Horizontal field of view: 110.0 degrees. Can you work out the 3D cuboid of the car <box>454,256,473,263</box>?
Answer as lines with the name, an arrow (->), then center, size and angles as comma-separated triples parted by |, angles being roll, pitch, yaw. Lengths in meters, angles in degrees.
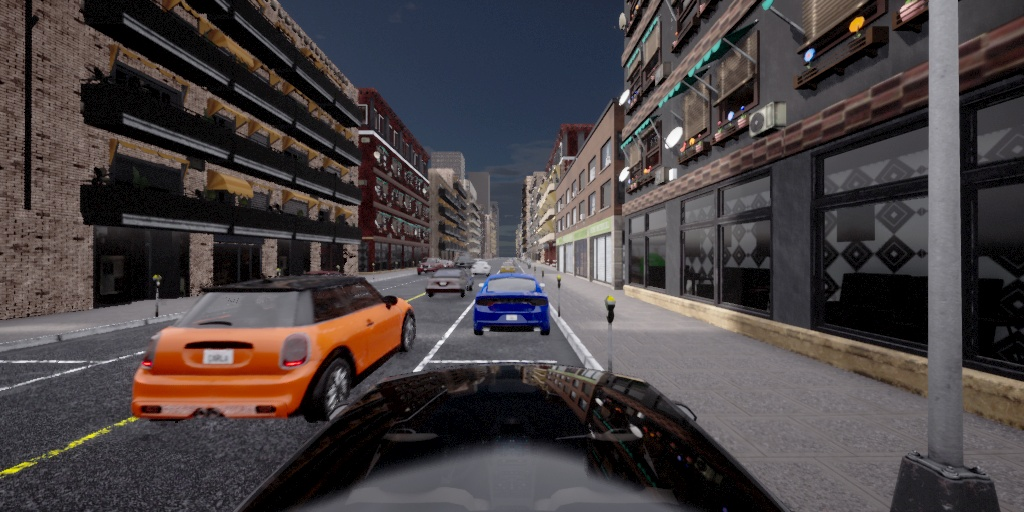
car -> -6.177, 0.971, 47.054 | 2.150, 2.045, 5.566 | 0, 0, 1

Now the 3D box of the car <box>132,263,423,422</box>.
car -> -3.145, 1.102, 5.964 | 2.097, 1.767, 4.553 | 0, 0, 0

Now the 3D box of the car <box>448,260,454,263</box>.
car -> -8.837, 1.188, 44.643 | 1.967, 1.591, 4.097 | 0, 0, 0

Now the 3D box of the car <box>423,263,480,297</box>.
car -> -3.125, 1.298, 18.860 | 2.033, 1.411, 5.357 | 0, 0, 0

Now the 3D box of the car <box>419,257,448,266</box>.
car -> -8.837, 1.064, 39.007 | 2.192, 1.841, 5.009 | 0, 0, 0

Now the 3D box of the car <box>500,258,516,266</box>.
car -> -0.456, 1.275, 39.173 | 1.751, 1.417, 4.829 | 0, 0, 0

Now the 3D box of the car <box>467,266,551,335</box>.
car -> -0.005, 1.228, 10.499 | 1.882, 1.535, 5.008 | 0, 0, 0

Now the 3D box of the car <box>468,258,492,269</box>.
car -> -3.097, 1.275, 36.729 | 1.812, 1.442, 4.674 | 0, 0, 1
